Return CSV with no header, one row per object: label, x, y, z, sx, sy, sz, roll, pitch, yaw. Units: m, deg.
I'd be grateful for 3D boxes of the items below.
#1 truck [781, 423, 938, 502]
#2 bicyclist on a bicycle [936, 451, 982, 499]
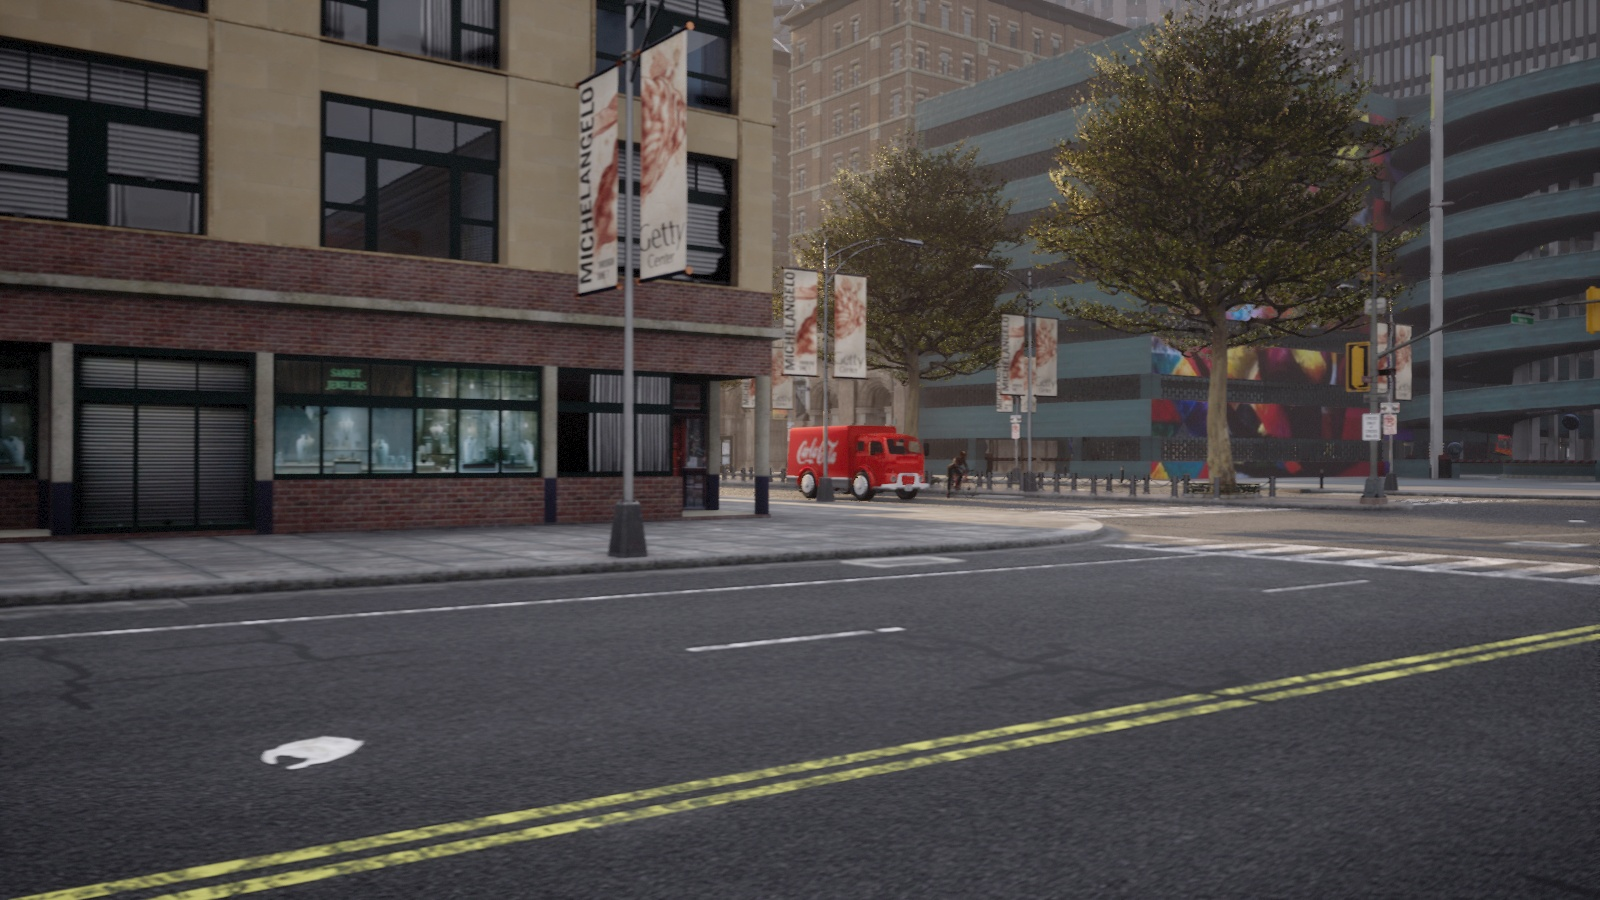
truck,1.928,0.405,42.428,2.627,2.467,5.204,0,0,-36
bicyclist on a bicycle,5.506,0.844,43.534,0.582,1.620,1.656,0,0,-36
